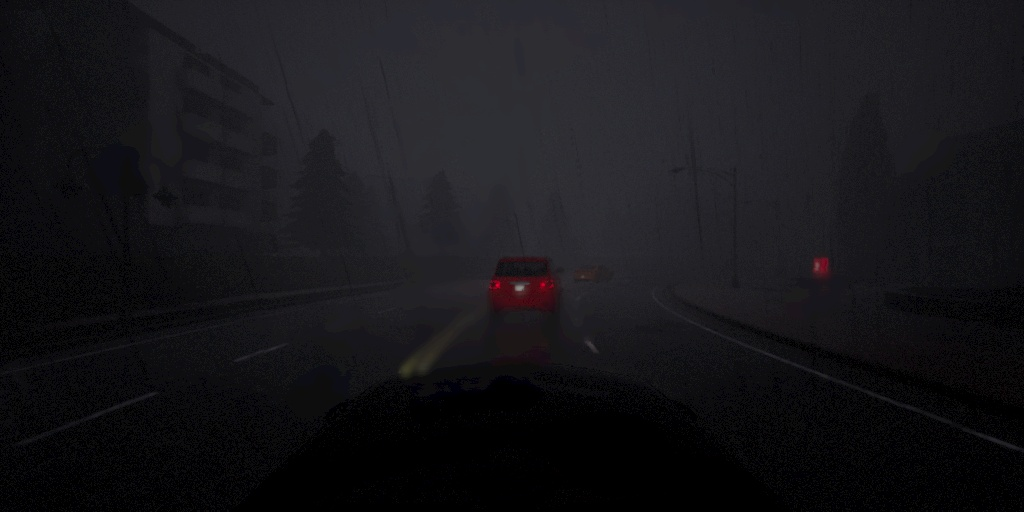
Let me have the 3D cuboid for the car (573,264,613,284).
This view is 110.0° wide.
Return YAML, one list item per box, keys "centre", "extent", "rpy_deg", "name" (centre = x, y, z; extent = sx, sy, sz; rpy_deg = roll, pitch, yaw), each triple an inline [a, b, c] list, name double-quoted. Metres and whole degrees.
- centre: [6.538, 1.355, 28.575]
  extent: [1.882, 1.535, 5.008]
  rpy_deg: [0, 0, 32]
  name: "car"

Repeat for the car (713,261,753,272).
- centre: [31.776, 1.490, 51.050]
  extent: [4.892, 1.490, 1.837]
  rpy_deg: [0, -1, -13]
  name: "car"

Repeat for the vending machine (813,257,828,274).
- centre: [34.597, 1.127, 40.170]
  extent: [0.880, 2.100, 1.100]
  rpy_deg: [0, 0, -13]
  name: "vending machine"

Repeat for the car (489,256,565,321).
- centre: [0.686, 1.027, 13.050]
  extent: [2.150, 2.045, 5.566]
  rpy_deg: [0, 0, 10]
  name: "car"

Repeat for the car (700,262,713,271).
- centre: [30.850, 1.563, 54.433]
  extent: [4.181, 1.385, 1.994]
  rpy_deg: [0, 0, -14]
  name: "car"
